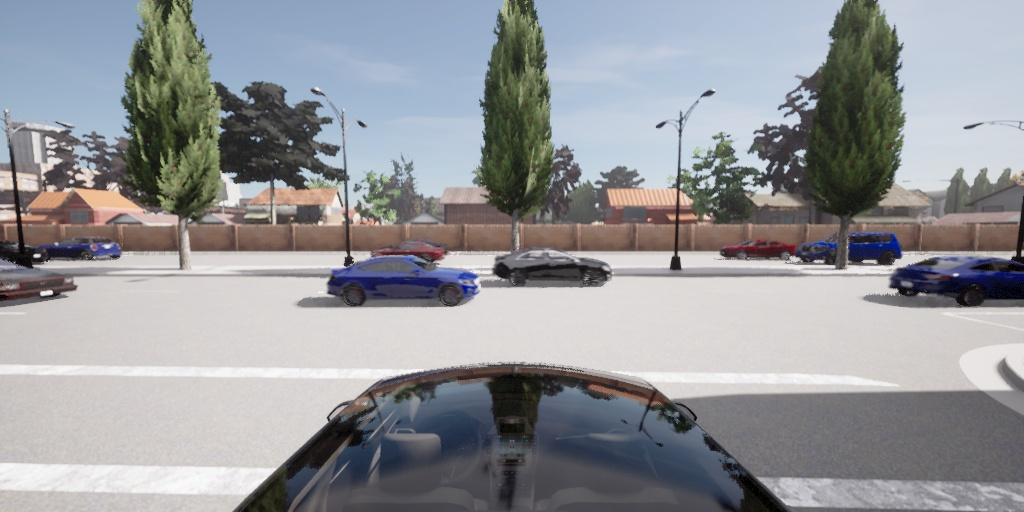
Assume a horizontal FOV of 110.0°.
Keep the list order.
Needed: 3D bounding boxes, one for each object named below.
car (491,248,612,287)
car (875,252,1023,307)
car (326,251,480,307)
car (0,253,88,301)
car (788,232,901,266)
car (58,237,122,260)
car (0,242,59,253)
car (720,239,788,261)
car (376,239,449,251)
[{"bbox_3d":[1.608,0.417,14.829,4.902,1.511,2.128,0,4,0],"label":"car"},{"bbox_3d":[14.802,0.727,11.383,4.674,1.442,1.812,0,4,-1],"label":"car"},{"bbox_3d":[-3.364,0.714,11.335,4.674,1.442,1.812,0,4,0],"label":"car"},{"bbox_3d":[-17.152,0.757,11.214,5.357,1.411,2.033,0,4,2],"label":"car"},{"bbox_3d":[21.540,-0.483,23.021,5.566,2.045,2.150,0,4,0],"label":"car"},{"bbox_3d":[-31.916,-0.625,26.414,4.553,1.767,2.097,0,4,0],"label":"car"},{"bbox_3d":[-32.712,-0.180,22.936,4.674,1.442,1.812,0,4,0],"label":"car"},{"bbox_3d":[18.123,-0.499,26.523,5.008,1.535,1.882,0,4,0],"label":"car"},{"bbox_3d":[-6.685,-0.179,22.975,4.674,1.442,1.812,0,4,0],"label":"car"}]
